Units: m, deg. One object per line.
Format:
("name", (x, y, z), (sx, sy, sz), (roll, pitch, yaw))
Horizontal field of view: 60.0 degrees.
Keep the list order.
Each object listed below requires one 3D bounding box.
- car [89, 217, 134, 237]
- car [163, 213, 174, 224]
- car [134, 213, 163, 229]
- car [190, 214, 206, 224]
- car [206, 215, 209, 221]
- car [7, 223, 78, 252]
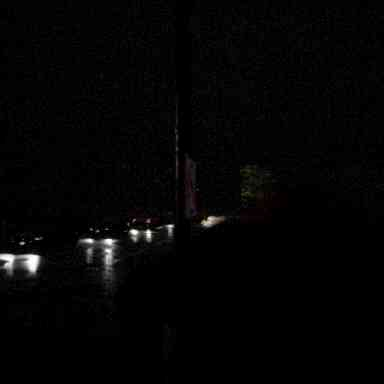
("car", (-6.561, 2.768, 26.803), (1.837, 1.490, 4.892), (-1, -3, 9))
("car", (-3.453, 3.778, 47.029), (1.837, 1.490, 4.892), (0, -3, 7))
("car", (-5.029, 3.116, 36.827), (2.097, 1.767, 4.553), (-1, -3, 9))
("car", (0.223, 3.822, 47.150), (2.033, 1.411, 5.357), (-1, -3, 9))
("car", (1.753, 4.392, 57.478), (1.895, 1.301, 4.718), (-1, -3, 9))
("car", (-7.905, 2.388, 18.009), (1.994, 1.385, 4.181), (-1, -3, 9))
